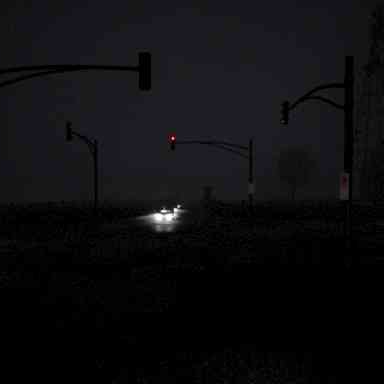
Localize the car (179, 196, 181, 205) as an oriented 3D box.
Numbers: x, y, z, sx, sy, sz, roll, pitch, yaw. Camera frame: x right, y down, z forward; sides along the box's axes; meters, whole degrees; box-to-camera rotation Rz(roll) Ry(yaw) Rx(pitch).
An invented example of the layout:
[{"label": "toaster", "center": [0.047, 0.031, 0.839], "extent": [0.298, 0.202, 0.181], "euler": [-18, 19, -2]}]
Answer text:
[{"label": "car", "center": [-3.024, 1.591, 47.506], "extent": [1.895, 1.301, 4.718], "euler": [0, 0, 0]}]

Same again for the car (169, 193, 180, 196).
[{"label": "car", "center": [-3.072, 1.215, 59.053], "extent": [2.150, 2.045, 5.566], "euler": [0, 0, 0]}]

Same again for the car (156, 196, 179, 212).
[{"label": "car", "center": [-2.970, 1.483, 37.690], "extent": [2.128, 1.511, 4.902], "euler": [0, 0, -1]}]
